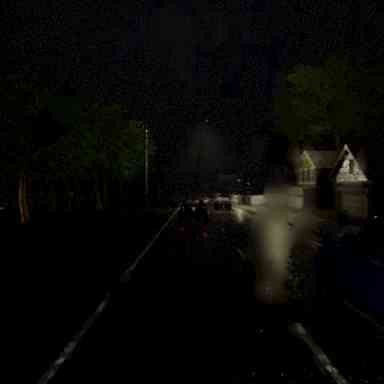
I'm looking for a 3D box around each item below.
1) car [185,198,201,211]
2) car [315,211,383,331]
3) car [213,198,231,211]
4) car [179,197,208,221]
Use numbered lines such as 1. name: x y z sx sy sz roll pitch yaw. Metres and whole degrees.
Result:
1. car: 0.114 1.461 41.435 1.812 1.442 4.674 0 0 0
2. car: 3.602 1.197 4.512 2.150 2.045 5.566 0 0 0
3. car: 3.618 1.423 40.088 2.128 1.511 4.902 0 0 0
4. car: 0.116 1.264 26.290 2.097 1.767 4.553 0 0 0
